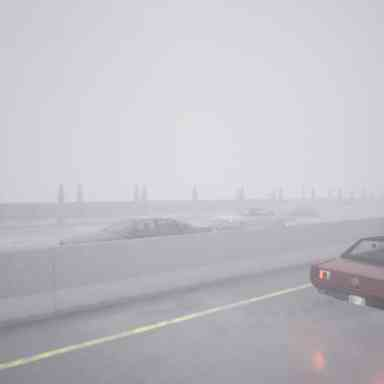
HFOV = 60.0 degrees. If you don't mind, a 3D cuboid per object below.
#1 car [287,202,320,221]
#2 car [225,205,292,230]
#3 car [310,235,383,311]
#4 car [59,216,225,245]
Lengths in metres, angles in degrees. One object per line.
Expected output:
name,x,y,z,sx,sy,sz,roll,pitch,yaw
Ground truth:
car,8.642,1.528,27.349,4.674,1.442,1.812,0,0,-35
car,3.354,1.602,19.282,4.718,1.301,1.895,0,0,-35
car,4.700,1.602,7.101,4.718,1.301,1.895,0,0,-35
car,-1.674,1.548,11.397,5.357,1.411,2.033,0,0,-36
